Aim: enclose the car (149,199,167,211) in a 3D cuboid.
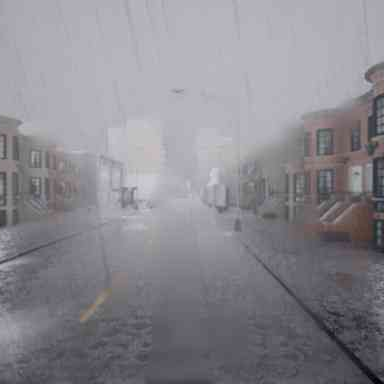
[{"bbox_3d":[-4.079,1.538,40.582,1.895,1.301,4.718,0,0,0],"label":"car"}]
